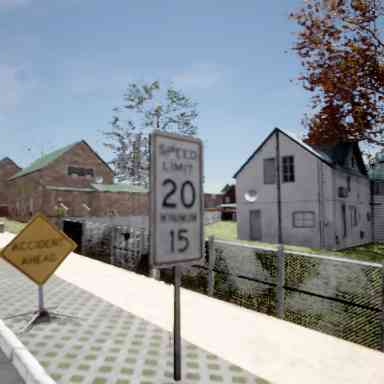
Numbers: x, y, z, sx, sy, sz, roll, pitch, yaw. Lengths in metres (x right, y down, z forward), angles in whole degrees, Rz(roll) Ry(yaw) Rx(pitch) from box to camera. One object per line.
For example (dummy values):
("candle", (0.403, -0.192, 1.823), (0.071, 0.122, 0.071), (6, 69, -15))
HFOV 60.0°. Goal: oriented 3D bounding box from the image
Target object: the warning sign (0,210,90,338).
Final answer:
("warning sign", (-2.671, 1.288, 5.843), (1.300, 1.860, 1.060), (-1, -3, -42))
